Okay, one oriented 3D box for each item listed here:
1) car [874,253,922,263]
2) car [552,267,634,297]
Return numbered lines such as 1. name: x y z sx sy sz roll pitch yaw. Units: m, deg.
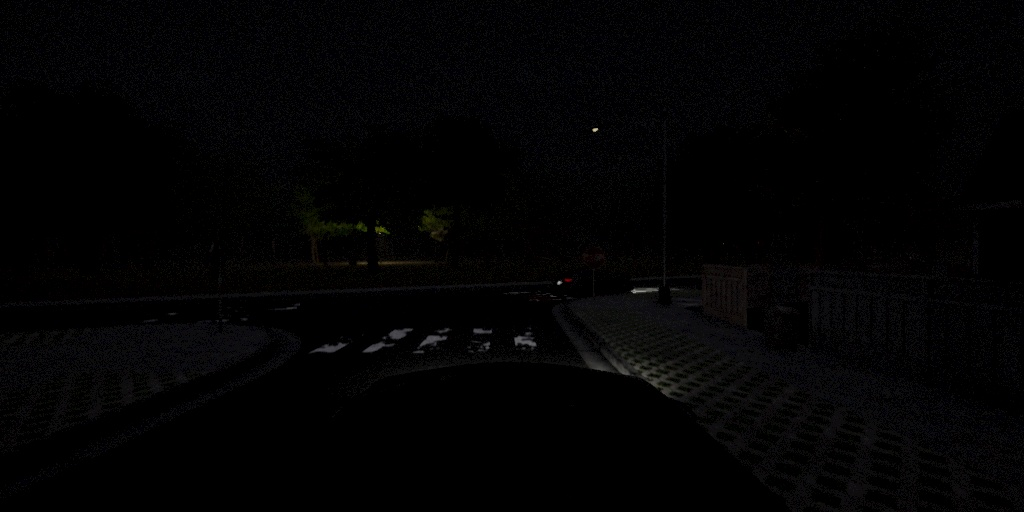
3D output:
1. car: 39.590 0.669 36.760 5.566 2.045 2.150 0 0 -23
2. car: 4.148 1.269 18.393 4.181 1.385 1.994 0 0 -23
